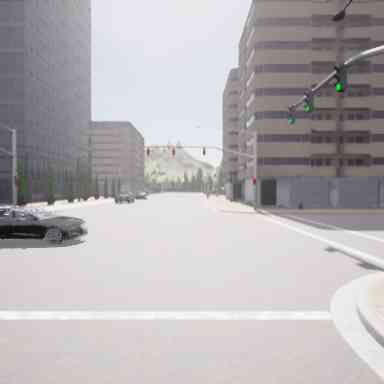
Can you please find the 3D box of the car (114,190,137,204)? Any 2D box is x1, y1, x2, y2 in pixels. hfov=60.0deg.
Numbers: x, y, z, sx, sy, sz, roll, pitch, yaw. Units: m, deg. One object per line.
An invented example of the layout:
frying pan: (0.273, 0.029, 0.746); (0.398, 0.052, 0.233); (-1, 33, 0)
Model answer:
car: (-10.492, 0.767, 51.623); (2.150, 2.045, 5.566); (0, 1, 0)

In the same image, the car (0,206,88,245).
car: (-6.992, 1.372, 14.117); (4.902, 1.511, 2.128); (0, 1, 0)

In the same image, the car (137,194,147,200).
car: (-10.389, 1.001, 67.543); (1.895, 1.301, 4.718); (0, 1, 0)
